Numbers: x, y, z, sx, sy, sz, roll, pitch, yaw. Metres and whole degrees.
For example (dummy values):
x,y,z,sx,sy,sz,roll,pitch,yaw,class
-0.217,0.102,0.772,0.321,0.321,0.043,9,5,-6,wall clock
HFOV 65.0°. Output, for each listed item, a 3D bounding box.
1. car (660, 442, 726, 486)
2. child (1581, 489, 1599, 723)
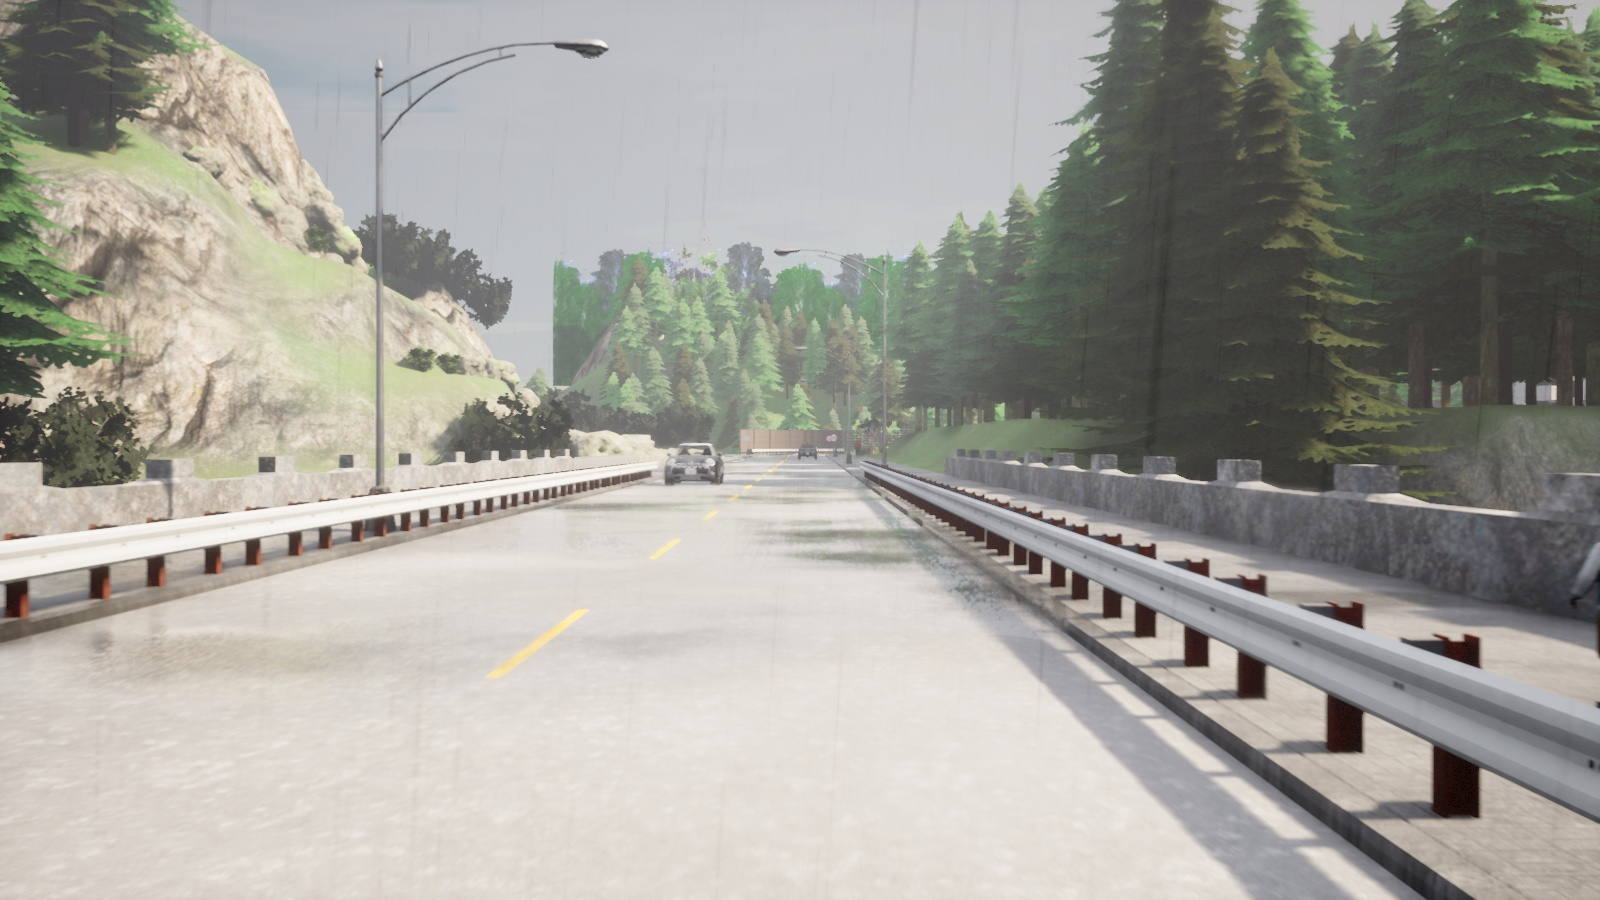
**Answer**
x,y,z,sx,sy,sz,roll,pitch,yaw,class
-3.722,0.459,44.237,1.970,1.475,3.806,0,0,0,car
4.268,0.804,6.392,0.343,1.192,0.448,0,0,8,child
